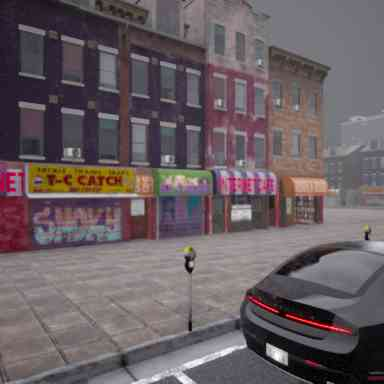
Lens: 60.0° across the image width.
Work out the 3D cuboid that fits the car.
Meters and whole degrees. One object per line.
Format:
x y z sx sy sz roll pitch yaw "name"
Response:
2.891 1.504 5.009 4.892 1.490 1.837 0 0 -35 "car"
